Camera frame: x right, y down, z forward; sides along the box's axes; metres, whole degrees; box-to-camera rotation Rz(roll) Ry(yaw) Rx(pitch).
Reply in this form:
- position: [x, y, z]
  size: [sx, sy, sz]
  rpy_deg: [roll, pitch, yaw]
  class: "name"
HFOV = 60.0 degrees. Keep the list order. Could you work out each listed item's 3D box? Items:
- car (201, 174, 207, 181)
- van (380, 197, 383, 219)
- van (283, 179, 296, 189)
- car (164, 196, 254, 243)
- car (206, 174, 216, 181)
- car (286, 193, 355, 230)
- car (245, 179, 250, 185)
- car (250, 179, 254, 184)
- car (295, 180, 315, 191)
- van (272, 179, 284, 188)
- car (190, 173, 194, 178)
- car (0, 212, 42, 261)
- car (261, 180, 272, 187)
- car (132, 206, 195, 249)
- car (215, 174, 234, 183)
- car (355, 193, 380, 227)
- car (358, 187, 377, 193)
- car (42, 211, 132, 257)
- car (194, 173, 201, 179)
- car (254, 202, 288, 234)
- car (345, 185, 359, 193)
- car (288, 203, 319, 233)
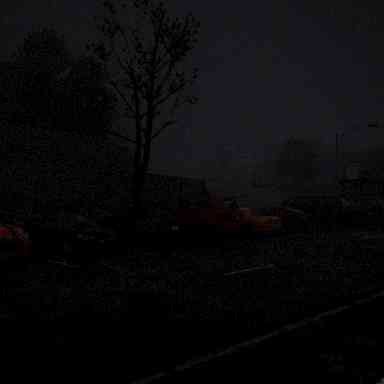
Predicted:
- position: [5.195, -3.849, 89.732]
  size: [2.185, 1.767, 4.553]
  rpy_deg: [6, 3, 34]
  class: "car"
- position: [12.247, 1.298, 25.055]
  size: [4.442, 1.987, 1.878]
  rpy_deg: [-1, -1, 35]
  class: "van"
- position: [20.844, -1.489, 67.527]
  size: [1.878, 1.987, 4.442]
  rpy_deg: [7, 4, 35]
  class: "van"
- position: [-0.150, 1.249, 16.455]
  size: [5.566, 2.045, 2.435]
  rpy_deg: [-1, -1, 34]
  class: "car"
- position: [6.992, -3.697, 87.268]
  size: [2.435, 2.045, 5.566]
  rpy_deg: [7, 3, 34]
  class: "car"
- position: [7.199, 1.264, 21.675]
  size: [5.566, 2.045, 2.435]
  rpy_deg: [-1, -1, 35]
  class: "car"
- position: [13.958, -2.316, 77.505]
  size: [2.002, 1.452, 4.674]
  rpy_deg: [7, 3, 35]
  class: "car"
- position: [15.702, -2.042, 75.045]
  size: [2.002, 1.452, 4.674]
  rpy_deg: [7, 3, 35]
  class: "car"
- position: [22.607, -0.991, 65.166]
  size: [2.231, 1.521, 4.892]
  rpy_deg: [7, 3, 35]
  class: "car"
- position: [19.113, -1.763, 69.997]
  size: [1.878, 1.987, 4.442]
  rpy_deg: [7, 4, 35]
  class: "van"
- position: [1.689, -4.361, 94.547]
  size: [2.435, 2.045, 5.566]
  rpy_deg: [1, -1, 34]
  class: "car"
- position: [-7.476, 1.367, 11.231]
  size: [4.553, 1.767, 2.185]
  rpy_deg: [-1, -1, 34]
  class: "car"
- position: [17.536, -1.810, 72.726]
  size: [1.946, 1.575, 5.366]
  rpy_deg: [7, 3, 35]
  class: "car"
- position: [-2.593, 1.525, 14.708]
  size: [4.792, 1.488, 2.163]
  rpy_deg: [-1, -1, 34]
  class: "car"
- position: [8.845, -3.174, 85.011]
  size: [1.946, 1.575, 5.366]
  rpy_deg: [7, 3, 34]
  class: "car"
- position: [9.711, 1.268, 23.383]
  size: [5.566, 2.045, 2.435]
  rpy_deg: [-1, -1, 35]
  class: "car"
- position: [29.517, 0.138, 55.315]
  size: [2.002, 1.452, 4.674]
  rpy_deg: [7, 3, 35]
  class: "car"
- position: [-5.011, 1.495, 12.959]
  size: [4.892, 1.521, 2.231]
  rpy_deg: [-1, -1, 34]
  class: "car"
- position: [3.463, -4.083, 92.201]
  size: [2.185, 1.767, 4.553]
  rpy_deg: [4, 1, 33]
  class: "car"
- position: [2.168, 1.504, 18.285]
  size: [5.366, 1.575, 1.946]
  rpy_deg: [-1, -1, 35]
  class: "car"
- position: [27.824, -0.425, 57.786]
  size: [2.435, 2.045, 5.566]
  rpy_deg: [7, 3, 35]
  class: "car"
- position: [4.773, 1.550, 19.915]
  size: [4.674, 1.452, 2.002]
  rpy_deg: [-1, -1, 35]
  class: "car"
